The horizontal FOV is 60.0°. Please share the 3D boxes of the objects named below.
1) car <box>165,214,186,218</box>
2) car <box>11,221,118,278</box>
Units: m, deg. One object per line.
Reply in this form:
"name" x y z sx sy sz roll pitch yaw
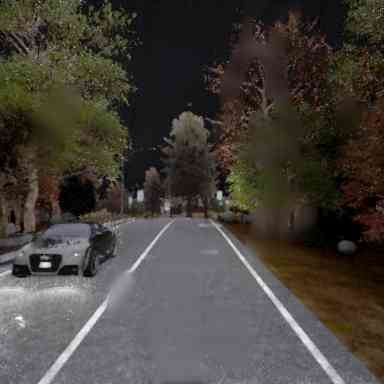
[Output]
"car" -4.243 6.328 85.980 5.357 1.411 2.033 1 -5 -5
"car" -3.603 1.605 10.164 1.994 1.385 4.181 0 0 0
